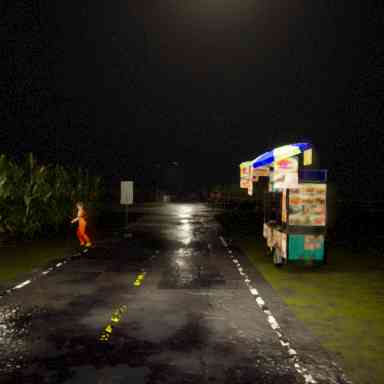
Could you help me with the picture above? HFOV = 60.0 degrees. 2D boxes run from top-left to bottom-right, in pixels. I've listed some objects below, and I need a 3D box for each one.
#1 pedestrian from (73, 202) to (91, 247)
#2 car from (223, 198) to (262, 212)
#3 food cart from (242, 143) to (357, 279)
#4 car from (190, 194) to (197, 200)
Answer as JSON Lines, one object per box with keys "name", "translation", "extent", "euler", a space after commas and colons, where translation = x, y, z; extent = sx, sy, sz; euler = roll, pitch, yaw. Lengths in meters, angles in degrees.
{"name": "pedestrian", "translation": [-4.491, 1.288, 13.565], "extent": [0.375, 1.860, 0.375], "euler": [-1, 1, -3]}
{"name": "car", "translation": [5.833, 1.481, 38.298], "extent": [4.902, 1.511, 2.128], "euler": [0, 0, -26]}
{"name": "food cart", "translation": [3.188, 0.462, 11.092], "extent": [2.280, 3.560, 4.660], "euler": [1, 1, 0]}
{"name": "car", "translation": [0.296, 1.474, 89.150], "extent": [1.895, 1.301, 4.718], "euler": [0, 0, 0]}
